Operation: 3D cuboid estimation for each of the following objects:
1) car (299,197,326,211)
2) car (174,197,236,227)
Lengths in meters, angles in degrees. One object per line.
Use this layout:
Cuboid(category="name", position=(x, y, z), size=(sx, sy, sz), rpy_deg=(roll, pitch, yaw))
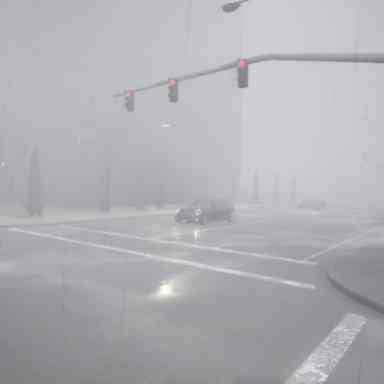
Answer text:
Cuboid(category="car", position=(13.399, 1.260, 36.788), size=(1.812, 1.442, 4.674), rpy_deg=(1, 1, 39))
Cuboid(category="car", position=(0.930, 1.159, 21.478), size=(2.097, 1.767, 4.553), rpy_deg=(1, 1, 39))
